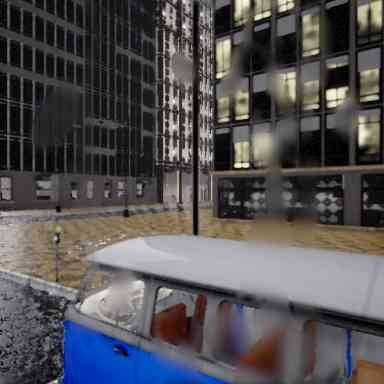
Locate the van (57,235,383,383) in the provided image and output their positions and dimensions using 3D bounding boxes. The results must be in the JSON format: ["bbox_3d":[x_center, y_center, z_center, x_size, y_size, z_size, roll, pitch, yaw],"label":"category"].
[{"bbox_3d":[0.662,1.336,2.507,3.998,1.788,1.690,0,0,36],"label":"van"}]
